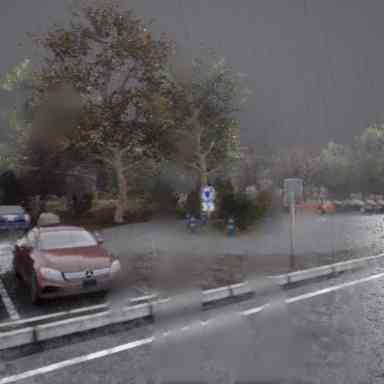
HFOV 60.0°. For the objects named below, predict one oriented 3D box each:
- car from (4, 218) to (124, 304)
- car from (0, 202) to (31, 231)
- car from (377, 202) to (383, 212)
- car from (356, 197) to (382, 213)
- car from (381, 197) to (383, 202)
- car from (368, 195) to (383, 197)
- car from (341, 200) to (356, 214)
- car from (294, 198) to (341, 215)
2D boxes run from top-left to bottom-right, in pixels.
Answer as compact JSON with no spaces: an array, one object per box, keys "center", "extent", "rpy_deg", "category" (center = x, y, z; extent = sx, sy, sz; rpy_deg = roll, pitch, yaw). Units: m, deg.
[{"center":[-3.383,1.596,8.588],"extent":[2.002,1.452,4.674],"rpy_deg":[1,-1,-35],"category":"car"},{"center":[-10.789,1.431,19.313],"extent":[2.185,1.767,4.553],"rpy_deg":[1,0,-35],"category":"car"},{"center":[15.549,1.615,22.232],"extent":[2.163,1.488,4.792],"rpy_deg":[1,0,-35],"category":"car"},{"center":[19.848,1.694,40.607],"extent":[2.231,1.521,4.892],"rpy_deg":[1,0,-35],"category":"car"},{"center":[22.076,1.743,42.129],"extent":[2.163,1.488,4.792],"rpy_deg":[1,0,-35],"category":"car"},{"center":[26.696,1.506,45.380],"extent":[2.435,2.045,5.566],"rpy_deg":[1,0,-35],"category":"car"},{"center":[15.133,1.648,37.277],"extent":[2.097,1.535,5.008],"rpy_deg":[1,0,-35],"category":"car"},{"center":[12.941,1.502,35.704],"extent":[2.185,1.767,4.553],"rpy_deg":[1,0,-35],"category":"car"}]
